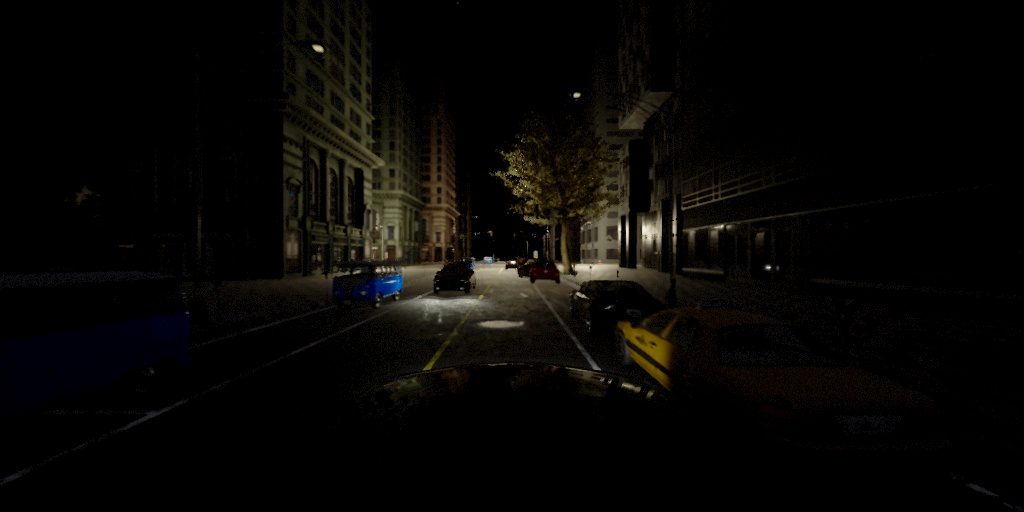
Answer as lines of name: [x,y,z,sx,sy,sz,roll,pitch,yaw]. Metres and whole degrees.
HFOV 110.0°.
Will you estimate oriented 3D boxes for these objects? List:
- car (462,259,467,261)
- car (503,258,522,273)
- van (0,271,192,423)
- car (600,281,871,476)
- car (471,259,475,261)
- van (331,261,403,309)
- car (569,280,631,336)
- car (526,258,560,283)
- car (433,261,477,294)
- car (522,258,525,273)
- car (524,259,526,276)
car: [-5.764,1.287,36.300,1.888,1.381,4.507,0,0,0]
car: [0.031,1.309,51.465,1.994,1.385,4.181,0,0,1]
van: [-5.763,1.090,3.820,1.690,1.789,3.998,0,0,0]
car: [2.762,1.274,5.091,1.751,1.417,4.829,0,0,0]
car: [-5.764,1.309,41.713,1.948,1.339,4.313,0,0,0]
van: [-5.763,1.086,14.647,1.690,1.789,3.998,0,0,0]
car: [2.762,1.312,10.211,1.948,1.339,4.313,0,0,0]
car: [2.389,1.095,27.474,2.097,1.767,4.553,0,0,0]
car: [-3.098,1.221,20.195,1.882,1.535,5.008,0,0,0]
car: [2.767,1.271,52.694,1.751,1.417,4.829,0,0,0]
car: [2.761,1.288,41.944,1.888,1.381,4.507,0,0,0]
